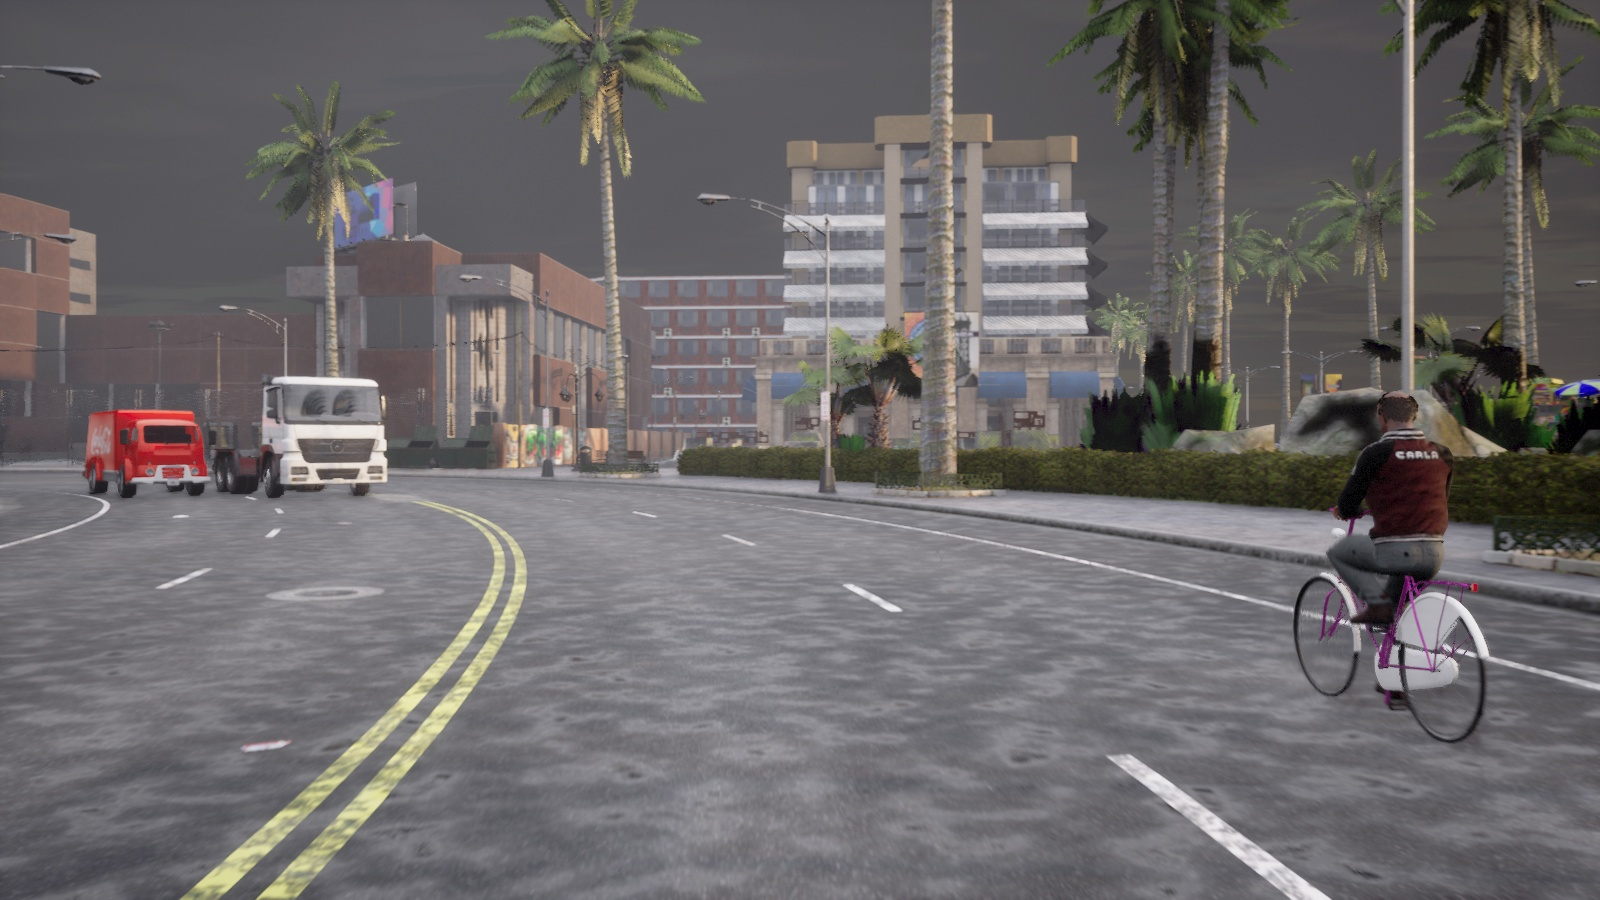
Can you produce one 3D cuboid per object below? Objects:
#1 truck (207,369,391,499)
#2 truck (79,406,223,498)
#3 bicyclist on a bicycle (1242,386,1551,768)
[{"bbox_3d":[-15.094,-0.455,37.424,2.891,3.462,7.936,0,0,-39],"label":"truck"},{"bbox_3d":[-19.095,0.041,36.837,2.627,2.467,5.204,0,0,-41],"label":"truck"},{"bbox_3d":[3.114,0.581,6.783,0.659,1.776,1.843,0,1,-5],"label":"bicyclist on a bicycle"}]
